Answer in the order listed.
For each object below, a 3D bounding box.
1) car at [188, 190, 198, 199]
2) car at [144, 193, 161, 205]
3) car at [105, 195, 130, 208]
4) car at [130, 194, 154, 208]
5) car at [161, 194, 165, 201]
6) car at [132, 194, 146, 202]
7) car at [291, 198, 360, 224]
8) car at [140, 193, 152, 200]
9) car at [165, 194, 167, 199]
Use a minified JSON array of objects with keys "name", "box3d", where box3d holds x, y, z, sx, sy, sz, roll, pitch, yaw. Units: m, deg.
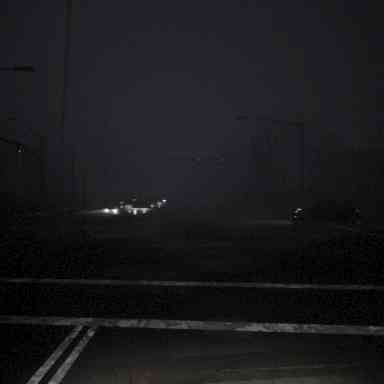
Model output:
[{"name":"car","box3d":[0.215,0.603,76.582,2.150,2.045,5.566,0,1,0]},{"name":"car","box3d":[-6.849,1.304,55.253,2.033,1.411,5.357,0,1,0]},{"name":"car","box3d":[-10.400,1.368,45.410,2.128,1.511,4.902,0,1,1]},{"name":"car","box3d":[-6.898,1.431,46.022,1.994,1.385,4.181,0,1,1]},{"name":"car","box3d":[-6.819,1.209,64.830,1.895,1.301,4.718,0,1,0]},{"name":"car","box3d":[-10.320,1.178,64.555,1.994,1.385,4.181,0,1,0]},{"name":"car","box3d":[9.562,1.335,24.160,4.553,1.767,2.097,0,0,9]},{"name":"car","box3d":[-10.289,0.947,75.174,2.033,1.411,5.357,0,1,0]},{"name":"car","box3d":[-6.789,1.002,75.178,1.895,1.301,4.718,0,1,0]}]
